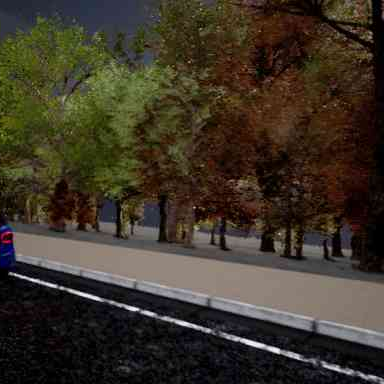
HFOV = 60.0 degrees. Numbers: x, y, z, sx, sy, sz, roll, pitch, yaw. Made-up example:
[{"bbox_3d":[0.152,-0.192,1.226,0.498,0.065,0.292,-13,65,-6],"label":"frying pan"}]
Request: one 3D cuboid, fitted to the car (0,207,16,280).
[{"bbox_3d":[-6.718,1.203,8.476,5.566,2.045,2.150,0,0,36],"label":"car"}]
